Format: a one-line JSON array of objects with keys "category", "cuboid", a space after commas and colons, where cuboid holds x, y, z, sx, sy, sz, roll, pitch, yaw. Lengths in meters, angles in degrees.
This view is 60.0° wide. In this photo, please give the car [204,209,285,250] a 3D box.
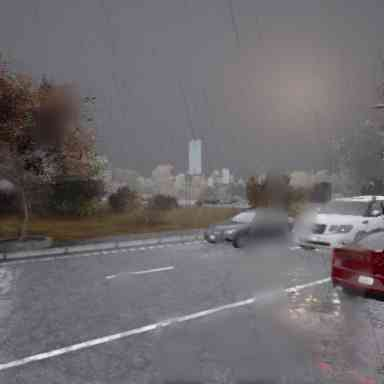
[{"category": "car", "cuboid": [2.699, 1.508, 14.502, 4.674, 1.442, 1.812, 0, 0, -35]}]

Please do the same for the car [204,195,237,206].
[{"category": "car", "cuboid": [3.850, 1.304, 50.207, 2.128, 1.511, 4.902, -1, 0, -39]}]

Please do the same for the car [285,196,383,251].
[{"category": "car", "cuboid": [6.357, 1.191, 12.806, 5.566, 2.045, 2.150, -1, 0, -35]}]

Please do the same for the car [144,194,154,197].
[{"category": "car", "cuboid": [-8.192, 1.213, 65.383, 2.097, 1.767, 4.553, -1, 0, -39]}]

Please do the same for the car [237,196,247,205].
[{"category": "car", "cuboid": [6.677, 1.276, 52.281, 2.128, 1.511, 4.902, -1, 0, -39]}]

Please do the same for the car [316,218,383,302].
[{"category": "car", "cuboid": [5.162, 1.471, 7.427, 5.008, 1.535, 1.882, 1, -1, -35]}]
